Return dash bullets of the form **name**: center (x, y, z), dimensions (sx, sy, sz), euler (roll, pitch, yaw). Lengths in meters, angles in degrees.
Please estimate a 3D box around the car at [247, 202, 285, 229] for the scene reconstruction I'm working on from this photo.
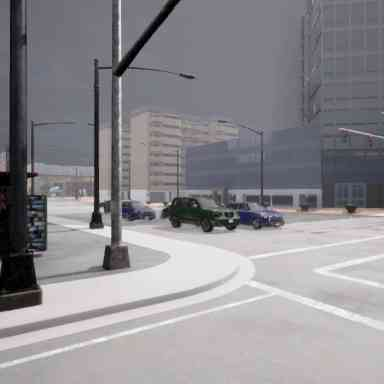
- **car**: center (4.004, 1.459, 22.501), dimensions (2.097, 1.767, 4.553), euler (0, -1, -36)

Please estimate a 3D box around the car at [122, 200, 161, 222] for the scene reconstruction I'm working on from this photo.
- **car**: center (-4.993, 1.584, 28.940), dimensions (2.097, 1.767, 4.553), euler (0, -1, -36)

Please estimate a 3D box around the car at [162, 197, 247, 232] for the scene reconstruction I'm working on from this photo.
- **car**: center (0.598, 1.335, 21.235), dimensions (2.150, 2.045, 5.566), euler (0, -1, -36)

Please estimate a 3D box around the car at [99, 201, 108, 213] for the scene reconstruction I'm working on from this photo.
- **car**: center (-9.204, 1.898, 40.725), dimensions (2.128, 1.511, 4.902), euler (0, -1, -35)

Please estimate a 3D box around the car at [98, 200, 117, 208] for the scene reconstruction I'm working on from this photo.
- **car**: center (-15.873, 2.281, 62.131), dimensions (1.994, 1.385, 4.181), euler (0, -1, -36)
